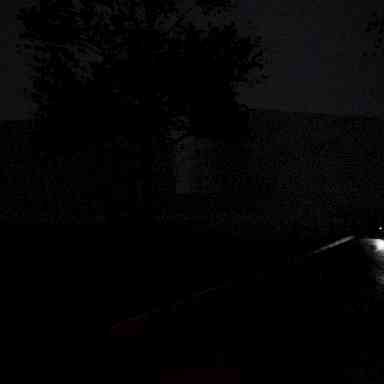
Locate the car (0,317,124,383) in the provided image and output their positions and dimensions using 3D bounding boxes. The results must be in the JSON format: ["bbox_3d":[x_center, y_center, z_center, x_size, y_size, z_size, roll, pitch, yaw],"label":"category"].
[{"bbox_3d":[-2.402,1.490,1.026,1.837,1.490,4.892,0,0,42],"label":"car"}]

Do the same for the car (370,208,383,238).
[{"bbox_3d":[11.887,1.760,18.563,2.033,1.411,5.357,0,-1,42],"label":"car"}]

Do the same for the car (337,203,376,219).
[{"bbox_3d":[17.373,1.932,34.177,4.902,1.511,2.128,1,0,-13],"label":"car"}]
